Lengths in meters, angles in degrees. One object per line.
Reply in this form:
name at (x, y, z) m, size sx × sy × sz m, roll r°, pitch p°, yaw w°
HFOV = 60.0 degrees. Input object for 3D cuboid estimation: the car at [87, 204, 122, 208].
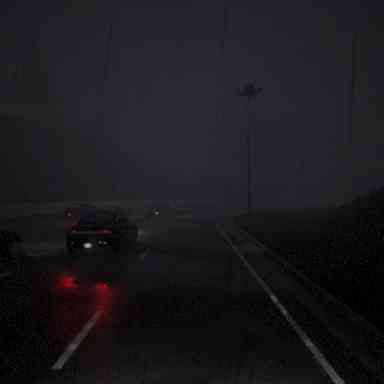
car at (-6.411, 1.727, 26.928) m, size 1.895 × 1.301 × 4.718 m, roll 0°, pitch 0°, yaw 6°

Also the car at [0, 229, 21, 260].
car at (-6.926, 1.523, 9.636) m, size 1.882 × 1.535 × 5.008 m, roll 0°, pitch 0°, yaw 0°

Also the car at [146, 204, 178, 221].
car at (-2.538, 1.700, 29.072) m, size 1.994 × 1.385 × 4.181 m, roll 0°, pitch 0°, yaw 9°

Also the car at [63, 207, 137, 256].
car at (-3.407, 1.554, 13.345) m, size 2.128 × 1.511 × 4.902 m, roll 0°, pitch 0°, yaw 0°

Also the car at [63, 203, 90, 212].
car at (-9.725, 1.664, 29.549) m, size 1.812 × 1.442 × 4.674 m, roll 0°, pitch 0°, yaw 8°
